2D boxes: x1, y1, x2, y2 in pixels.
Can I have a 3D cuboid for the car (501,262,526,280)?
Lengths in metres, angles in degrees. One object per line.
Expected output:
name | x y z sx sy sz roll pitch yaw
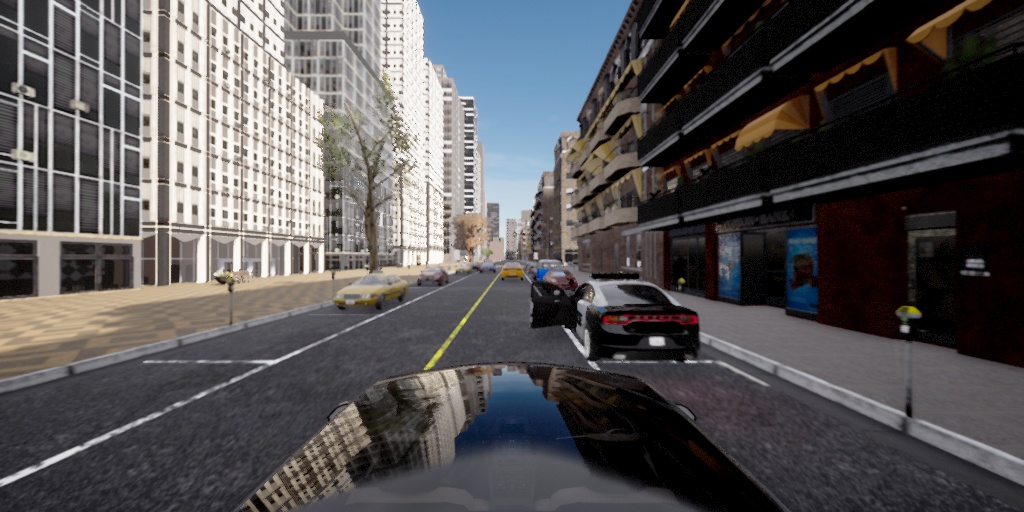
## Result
car | 0.051 1.331 32.650 1.882 1.535 5.008 0 0 0

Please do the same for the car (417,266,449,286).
car | -5.687 1.413 26.258 1.802 1.307 4.207 0 0 0

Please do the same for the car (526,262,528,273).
car | 2.696 1.440 42.853 2.007 1.370 4.403 0 0 0

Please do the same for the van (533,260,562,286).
van | 2.693 1.171 26.255 1.690 1.789 3.998 0 0 0

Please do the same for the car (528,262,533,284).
car | 2.694 1.289 31.788 1.967 1.591 4.097 0 0 0

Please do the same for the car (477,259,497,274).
car | -3.001 1.425 45.156 1.812 1.442 4.674 0 0 0

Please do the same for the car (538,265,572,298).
car | 2.692 1.393 20.723 1.802 1.307 4.207 0 0 0

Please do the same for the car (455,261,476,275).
car | -5.684 1.416 42.685 1.751 1.417 4.829 0 0 0

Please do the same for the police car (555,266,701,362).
police car | 2.368 1.195 8.440 1.930 1.638 5.238 0 0 0

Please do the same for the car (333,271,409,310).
car | -5.689 1.318 15.022 1.751 1.417 4.829 0 0 0
